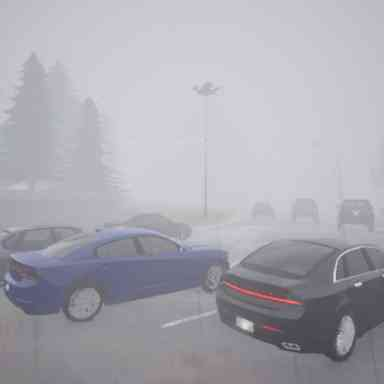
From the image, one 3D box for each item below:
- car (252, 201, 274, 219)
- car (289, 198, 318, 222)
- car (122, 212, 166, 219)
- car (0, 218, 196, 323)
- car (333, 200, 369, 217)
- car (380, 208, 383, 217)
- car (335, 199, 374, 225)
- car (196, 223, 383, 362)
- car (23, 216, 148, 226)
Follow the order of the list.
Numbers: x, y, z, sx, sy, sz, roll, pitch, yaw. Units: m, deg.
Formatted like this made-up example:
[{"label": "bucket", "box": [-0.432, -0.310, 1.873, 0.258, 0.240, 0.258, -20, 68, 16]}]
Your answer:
[{"label": "car", "box": [7.270, 1.729, 34.274, 2.097, 1.767, 4.553, 0, -1, 10]}, {"label": "car", "box": [10.257, 1.576, 30.632, 2.150, 2.045, 5.566, 1, 0, 14]}, {"label": "car", "box": [-2.100, 1.676, 15.973, 4.674, 1.442, 1.812, 1, -1, -43]}, {"label": "car", "box": [-1.310, 1.546, 7.440, 5.008, 1.535, 1.882, 1, 0, -38]}, {"label": "car", "box": [17.977, 1.815, 37.806, 2.097, 1.767, 4.553, 0, -1, 3]}, {"label": "car", "box": [21.658, 1.979, 35.158, 1.812, 1.442, 4.674, 0, -1, 6]}, {"label": "car", "box": [11.466, 1.511, 23.546, 2.150, 2.045, 5.566, 1, 0, 23]}, {"label": "car", "box": [2.567, 1.579, 6.100, 4.892, 1.490, 1.837, 1, 0, -40]}, {"label": "car", "box": [-4.027, 1.625, 9.579, 5.357, 1.411, 2.033, 1, -1, -38]}]
